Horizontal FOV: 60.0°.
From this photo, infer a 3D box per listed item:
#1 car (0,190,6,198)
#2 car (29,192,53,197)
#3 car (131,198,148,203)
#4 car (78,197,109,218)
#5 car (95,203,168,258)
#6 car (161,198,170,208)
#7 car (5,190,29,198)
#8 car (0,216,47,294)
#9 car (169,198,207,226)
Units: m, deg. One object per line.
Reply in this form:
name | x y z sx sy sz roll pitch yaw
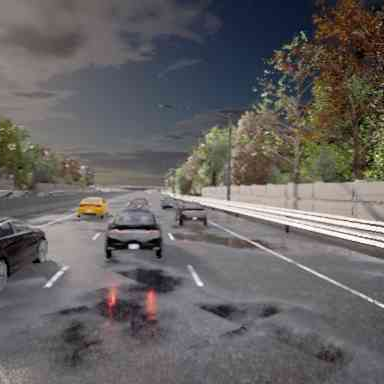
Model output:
car | -29.415 0.505 52.339 2.128 1.511 4.902 2 0 -8
car | -21.979 0.773 49.780 2.033 1.411 5.357 2 0 -8
car | -4.803 1.300 30.538 2.033 1.411 5.357 2 0 -8
car | -7.697 1.164 26.243 1.882 1.535 5.008 2 0 -8
car | -2.080 1.387 12.265 2.128 1.511 4.902 2 0 -8
car | -2.666 1.348 39.785 1.994 1.385 4.181 2 0 -8
car | -25.491 0.635 49.636 1.837 1.490 4.892 2 0 -8
car | -4.992 1.321 8.062 2.128 1.511 4.902 2 0 -8
car | -0.164 1.401 22.940 2.128 1.511 4.902 2 0 -8
